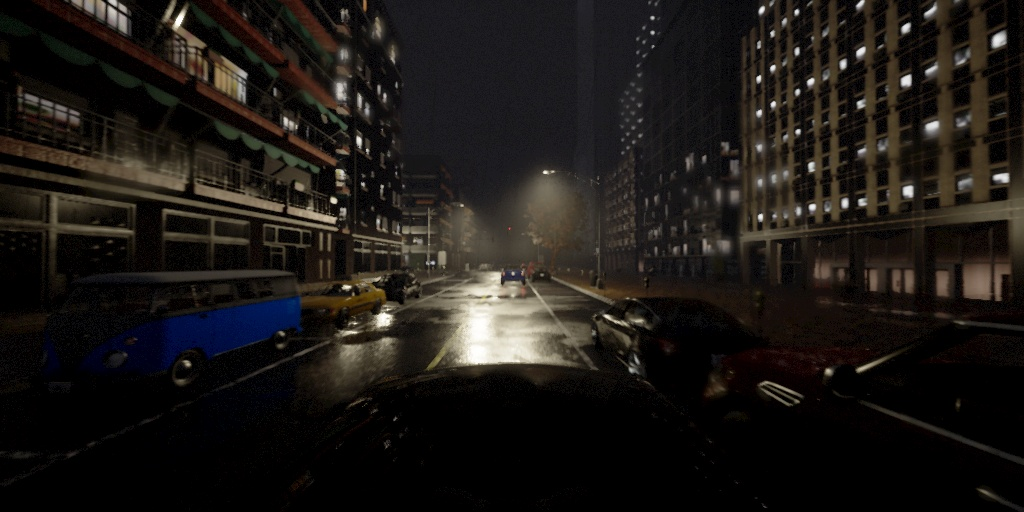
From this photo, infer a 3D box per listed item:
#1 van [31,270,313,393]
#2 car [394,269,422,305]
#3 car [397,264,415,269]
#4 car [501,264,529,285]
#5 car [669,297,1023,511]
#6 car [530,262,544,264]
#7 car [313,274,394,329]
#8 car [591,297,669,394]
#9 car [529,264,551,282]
[{"bbox_3d":[-5.689,1.158,6.601,1.690,1.789,3.998,0,0,0],"label":"van"},{"bbox_3d":[-5.688,1.537,17.646,1.948,1.339,4.313,0,0,0],"label":"car"},{"bbox_3d":[-16.431,1.819,52.709,4.403,1.370,2.007,0,0,-1],"label":"car"},{"bbox_3d":[0.102,1.525,31.683,2.097,1.767,4.553,0,-1,0],"label":"car"},{"bbox_3d":[2.692,1.056,1.079,2.192,1.841,5.009,0,0,0],"label":"car"},{"bbox_3d":[2.695,1.604,39.734,2.192,1.841,5.009,0,0,0],"label":"car"},{"bbox_3d":[-5.689,1.419,11.954,1.751,1.417,4.829,0,0,0],"label":"car"},{"bbox_3d":[2.692,1.383,6.600,1.948,1.339,4.313,0,0,0],"label":"car"},{"bbox_3d":[2.694,1.775,34.211,1.948,1.339,4.313,0,0,0],"label":"car"}]
